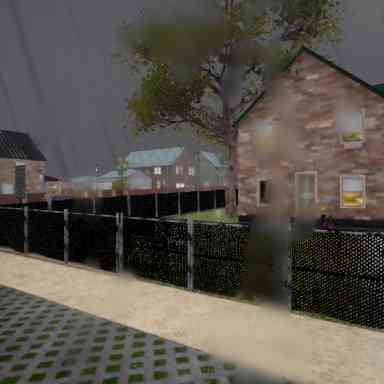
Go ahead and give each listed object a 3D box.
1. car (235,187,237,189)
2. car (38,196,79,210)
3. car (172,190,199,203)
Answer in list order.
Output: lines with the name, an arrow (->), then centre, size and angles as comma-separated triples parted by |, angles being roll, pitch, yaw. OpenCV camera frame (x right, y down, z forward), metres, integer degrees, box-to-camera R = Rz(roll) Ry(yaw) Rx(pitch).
car -> 7.163, -0.093, 47.541 | 2.128, 1.511, 4.902 | -1, 2, 36
car -> -9.793, 0.982, 24.129 | 2.033, 1.411, 5.357 | -1, 2, 36
car -> -1.066, 0.451, 36.225 | 2.033, 1.411, 5.357 | -1, 2, 36
